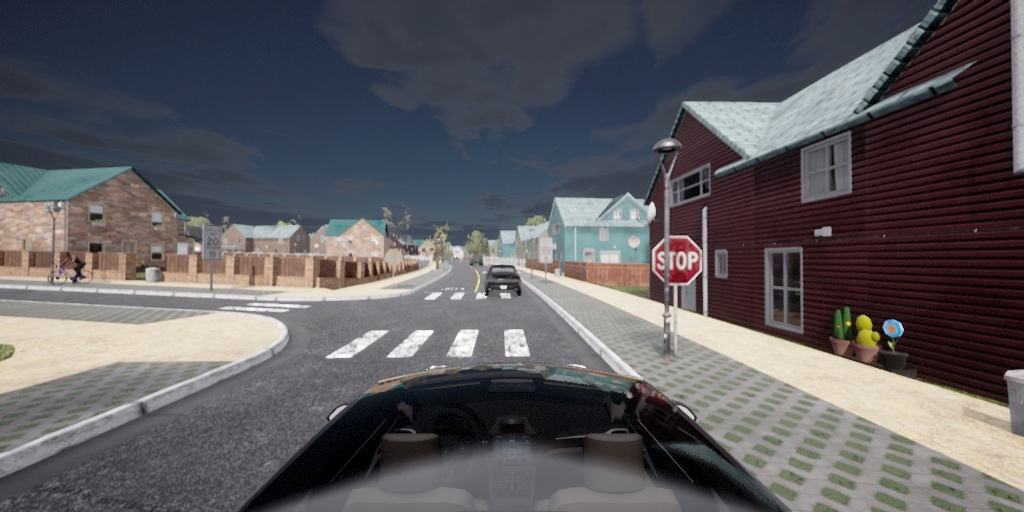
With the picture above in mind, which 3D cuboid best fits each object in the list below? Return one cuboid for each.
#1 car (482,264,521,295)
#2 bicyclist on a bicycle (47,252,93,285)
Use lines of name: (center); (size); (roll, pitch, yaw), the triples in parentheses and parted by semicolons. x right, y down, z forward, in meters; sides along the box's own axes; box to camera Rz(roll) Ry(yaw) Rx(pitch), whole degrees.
car: (-0.535, 1.229, 19.447); (1.837, 1.490, 4.892); (0, 0, -3)
bicyclist on a bicycle: (-21.639, 0.610, 17.612); (0.582, 1.620, 1.656); (1, 0, 9)
